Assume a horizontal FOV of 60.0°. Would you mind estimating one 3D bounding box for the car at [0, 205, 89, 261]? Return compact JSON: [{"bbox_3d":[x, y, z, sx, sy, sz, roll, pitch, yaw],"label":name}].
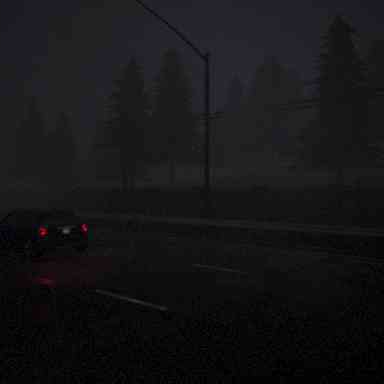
[{"bbox_3d":[-6.014,1.353,12.582,4.553,1.767,2.097,0,0,35],"label":"car"}]
